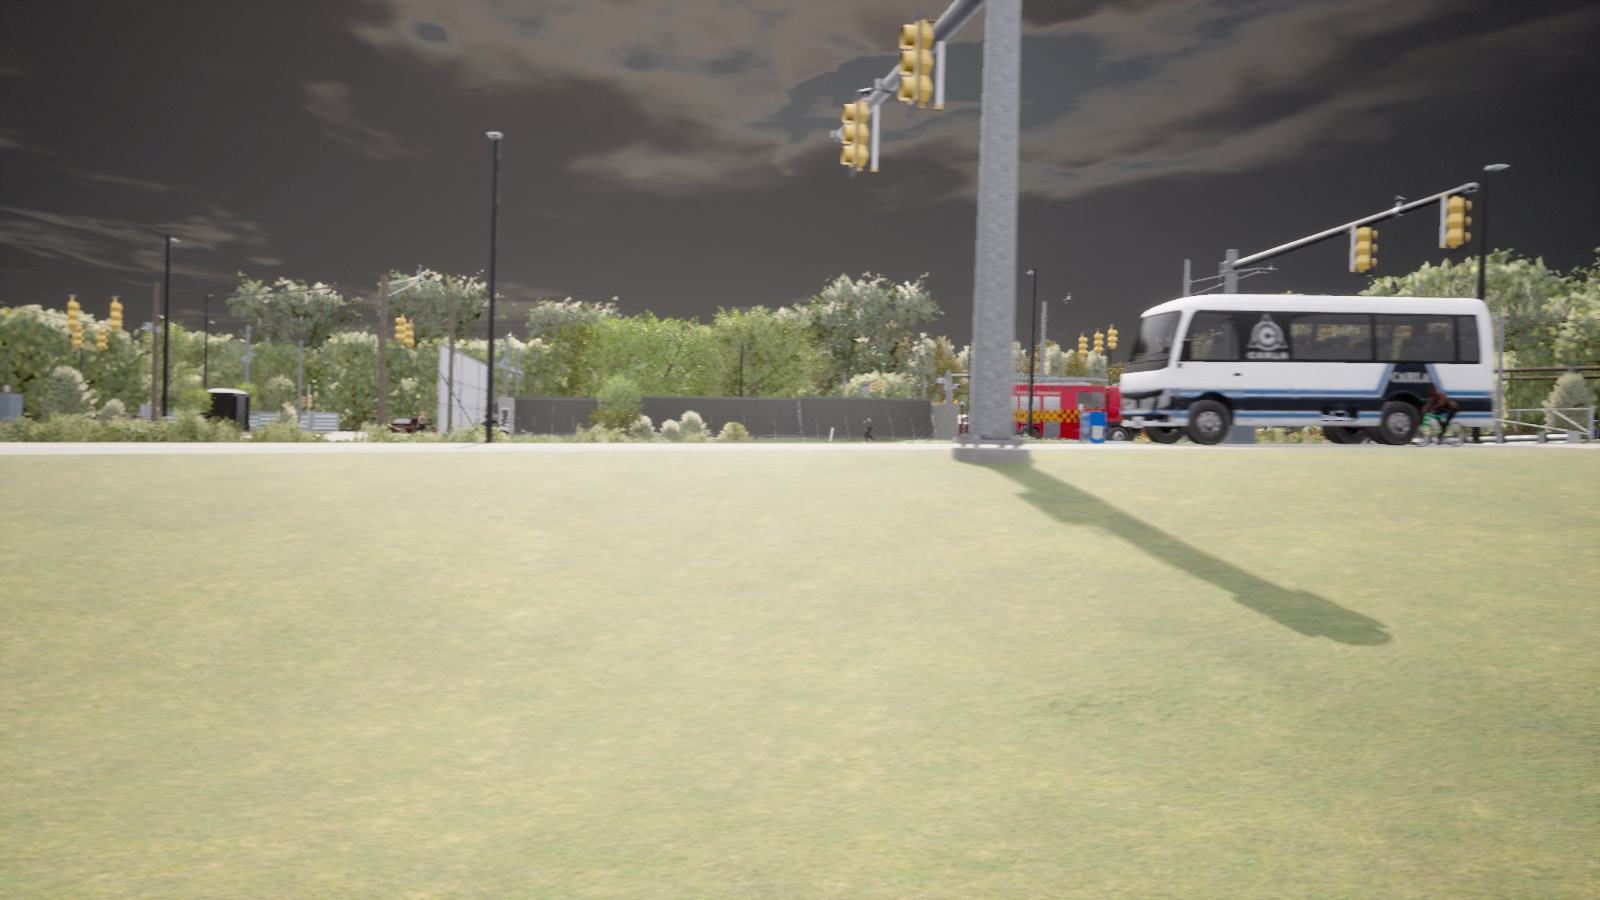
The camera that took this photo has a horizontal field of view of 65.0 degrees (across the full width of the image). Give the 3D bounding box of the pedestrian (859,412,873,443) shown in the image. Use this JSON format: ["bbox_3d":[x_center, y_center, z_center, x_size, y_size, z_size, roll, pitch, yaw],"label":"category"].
[{"bbox_3d":[3.991,-1.332,75.653,0.694,1.848,0.540,2,1,-8],"label":"pedestrian"}]

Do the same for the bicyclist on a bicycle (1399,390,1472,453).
[{"bbox_3d":[16.646,-0.743,32.906,1.656,1.620,0.582,0,1,-8],"label":"bicyclist on a bicycle"}]

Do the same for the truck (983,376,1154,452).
[{"bbox_3d":[14.436,-1.892,67.702,8.468,3.827,2.891,1,1,-10],"label":"truck"}]

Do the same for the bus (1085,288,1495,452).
[{"bbox_3d":[13.851,-2.157,36.009,10.273,4.253,3.944,0,1,-8],"label":"bus"}]
